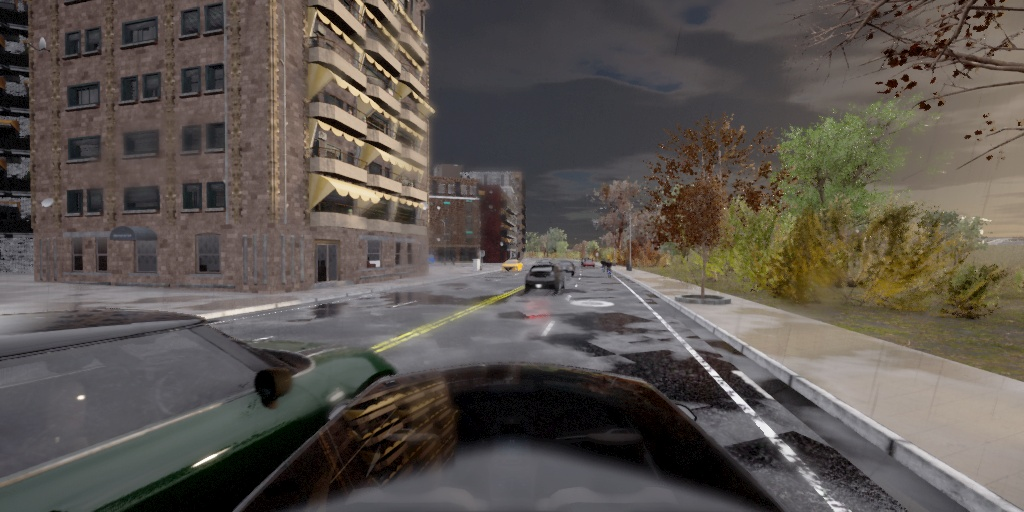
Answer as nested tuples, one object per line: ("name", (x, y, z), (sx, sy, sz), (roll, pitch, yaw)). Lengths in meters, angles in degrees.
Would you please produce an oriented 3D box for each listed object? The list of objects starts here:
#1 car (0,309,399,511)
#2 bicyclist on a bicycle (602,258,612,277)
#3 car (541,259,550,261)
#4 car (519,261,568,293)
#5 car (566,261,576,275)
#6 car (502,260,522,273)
("car", (-2.548, 1.102, 2.085), (2.097, 1.767, 4.553), (0, 0, 15))
("bicyclist on a bicycle", (8.503, 1.111, 31.562), (0.659, 1.776, 1.843), (0, 0, 12))
("car", (4.623, 1.228, 50.389), (2.128, 1.511, 4.902), (0, 0, 11))
("car", (1.943, 1.250, 20.552), (1.837, 1.490, 4.892), (0, 0, 13))
("car", (5.890, 1.287, 38.904), (2.033, 1.411, 5.357), (0, 0, 11))
("car", (0.064, 1.219, 43.940), (1.882, 1.535, 5.008), (0, 0, 11))
